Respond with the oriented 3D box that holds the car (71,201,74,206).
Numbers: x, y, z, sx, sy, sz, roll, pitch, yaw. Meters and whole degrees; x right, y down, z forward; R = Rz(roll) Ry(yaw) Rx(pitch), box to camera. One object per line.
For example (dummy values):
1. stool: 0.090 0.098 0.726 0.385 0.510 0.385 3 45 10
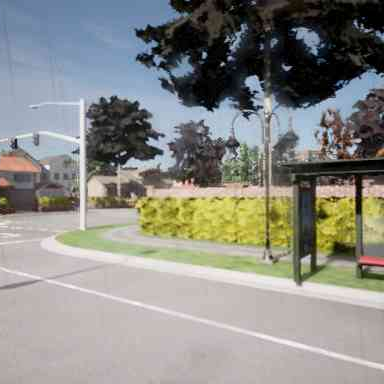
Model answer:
1. car: -19.629 1.622 50.352 3.806 1.475 1.970 -1 0 36
